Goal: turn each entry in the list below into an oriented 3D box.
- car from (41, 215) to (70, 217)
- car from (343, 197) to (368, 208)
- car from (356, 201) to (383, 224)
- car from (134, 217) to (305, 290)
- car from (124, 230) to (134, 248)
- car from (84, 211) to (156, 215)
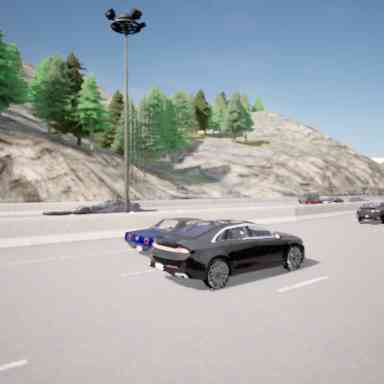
[{"bbox_3d":[-8.336,1.641,24.136,4.718,1.301,1.895,0,0,-39],"label":"car"},{"bbox_3d":[24.512,1.516,49.735,4.674,1.442,1.812,0,0,-44],"label":"car"},{"bbox_3d":[13.935,1.483,24.730,4.902,1.511,2.128,0,0,-43],"label":"car"},{"bbox_3d":[1.164,1.498,9.155,4.902,1.511,2.128,0,0,-38],"label":"car"},{"bbox_3d":[-0.037,1.613,12.622,4.718,1.301,1.895,0,0,-38],"label":"car"},{"bbox_3d":[-4.879,1.579,22.412,5.357,1.411,2.033,0,0,-39],"label":"car"}]
